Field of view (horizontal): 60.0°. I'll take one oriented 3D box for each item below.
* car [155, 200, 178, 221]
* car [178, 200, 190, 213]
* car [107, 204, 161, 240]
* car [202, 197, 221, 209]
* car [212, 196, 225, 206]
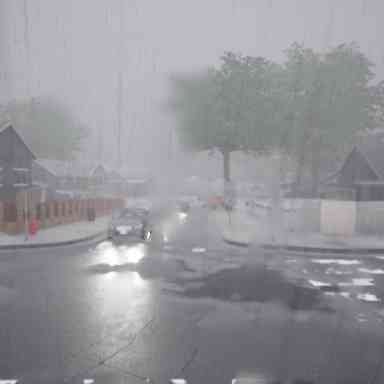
[{"bbox_3d":[-2.705,1.722,30.135,1.837,1.490,4.892,0,-1,4],"label":"car"},{"bbox_3d":[-1.431,1.815,43.075,2.128,1.511,4.902,0,-1,8],"label":"car"},{"bbox_3d":[-3.130,1.615,17.778,2.128,1.511,4.902,0,0,1],"label":"car"},{"bbox_3d":[2.886,1.978,52.727,1.994,1.385,4.181,0,0,11],"label":"car"},{"bbox_3d":[4.925,1.698,62.461,2.150,2.045,5.566,0,0,14],"label":"car"}]
